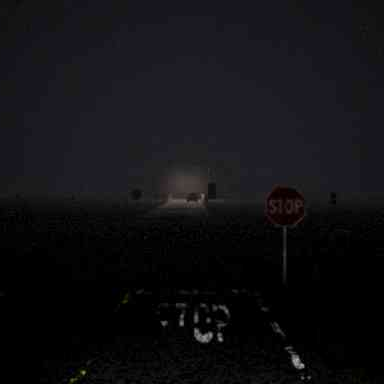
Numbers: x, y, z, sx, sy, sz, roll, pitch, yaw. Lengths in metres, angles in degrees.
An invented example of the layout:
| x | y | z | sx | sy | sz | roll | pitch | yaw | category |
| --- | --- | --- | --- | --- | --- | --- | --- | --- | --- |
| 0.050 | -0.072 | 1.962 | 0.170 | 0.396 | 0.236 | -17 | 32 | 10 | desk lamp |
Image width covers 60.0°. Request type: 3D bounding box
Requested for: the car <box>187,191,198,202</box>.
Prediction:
| x | y | z | sx | sy | sz | roll | pitch | yaw | category |
| --- | --- | --- | --- | --- | --- | --- | --- | --- | --- |
| 0.046 | 1.049 | 63.211 | 2.097 | 1.767 | 4.553 | 0 | 0 | 0 | car |

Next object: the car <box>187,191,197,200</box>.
| x | y | z | sx | sy | sz | roll | pitch | yaw | category |
| --- | --- | --- | --- | --- | --- | --- | --- | --- | --- |
| 0.052 | 0.757 | 73.275 | 2.150 | 2.045 | 5.566 | 0 | 0 | 0 | car |
